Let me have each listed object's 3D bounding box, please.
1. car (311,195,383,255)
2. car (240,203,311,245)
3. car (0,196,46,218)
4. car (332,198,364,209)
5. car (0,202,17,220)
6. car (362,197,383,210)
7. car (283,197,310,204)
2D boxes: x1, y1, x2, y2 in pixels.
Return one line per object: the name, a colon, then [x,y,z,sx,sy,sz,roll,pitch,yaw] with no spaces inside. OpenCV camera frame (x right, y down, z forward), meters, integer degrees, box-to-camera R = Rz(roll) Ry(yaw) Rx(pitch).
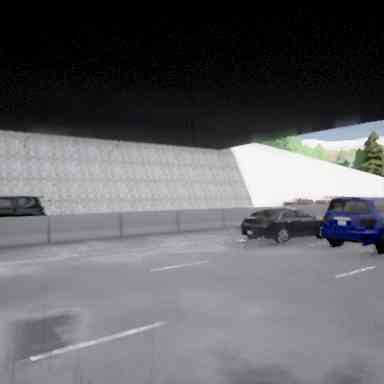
car: [7.536,1.189,13.423,5.566,2.045,2.150,0,0,-35]
car: [4.430,1.475,15.506,4.892,1.490,1.837,0,0,-35]
car: [-10.790,1.220,17.791,5.566,2.045,2.150,0,0,-36]
car: [21.021,1.500,44.726,4.718,1.301,1.895,0,0,-35]
car: [-16.964,1.548,26.284,5.357,1.411,2.033,0,0,-36]
car: [23.812,1.422,42.415,4.674,1.442,1.812,0,0,-35]
car: [15.967,1.450,49.723,5.357,1.411,2.033,0,0,-35]
